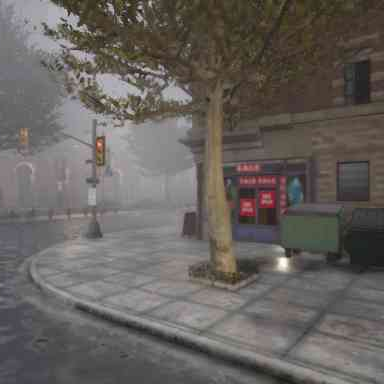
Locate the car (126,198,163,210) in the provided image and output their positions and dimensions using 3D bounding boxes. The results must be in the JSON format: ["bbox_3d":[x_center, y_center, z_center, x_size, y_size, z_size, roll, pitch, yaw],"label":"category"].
[{"bbox_3d":[-5.893,1.524,42.232,2.033,1.411,5.357,0,0,36],"label":"car"}]

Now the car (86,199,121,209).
[{"bbox_3d":[-12.004,1.567,45.138,1.895,1.301,4.718,0,0,36],"label":"car"}]
